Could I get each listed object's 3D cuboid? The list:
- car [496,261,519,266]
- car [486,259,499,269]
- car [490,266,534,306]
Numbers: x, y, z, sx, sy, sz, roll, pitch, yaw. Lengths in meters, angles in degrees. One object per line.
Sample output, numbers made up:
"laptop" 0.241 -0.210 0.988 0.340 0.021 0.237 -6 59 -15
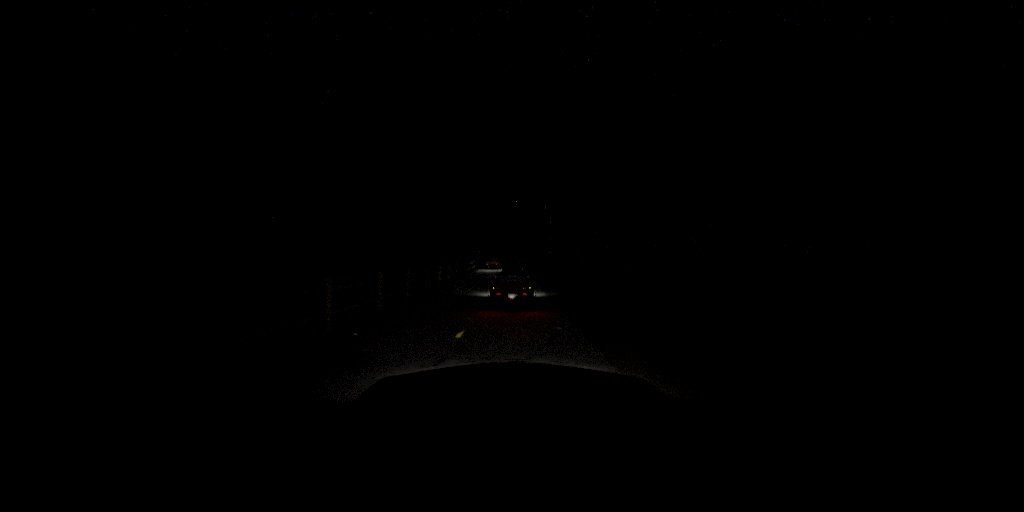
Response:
"car" -0.012 1.407 30.872 2.033 1.411 5.357 0 0 0
"car" -2.779 1.156 53.141 1.882 1.535 5.008 0 0 0
"car" -0.003 1.381 16.239 1.812 1.442 4.674 0 0 0
